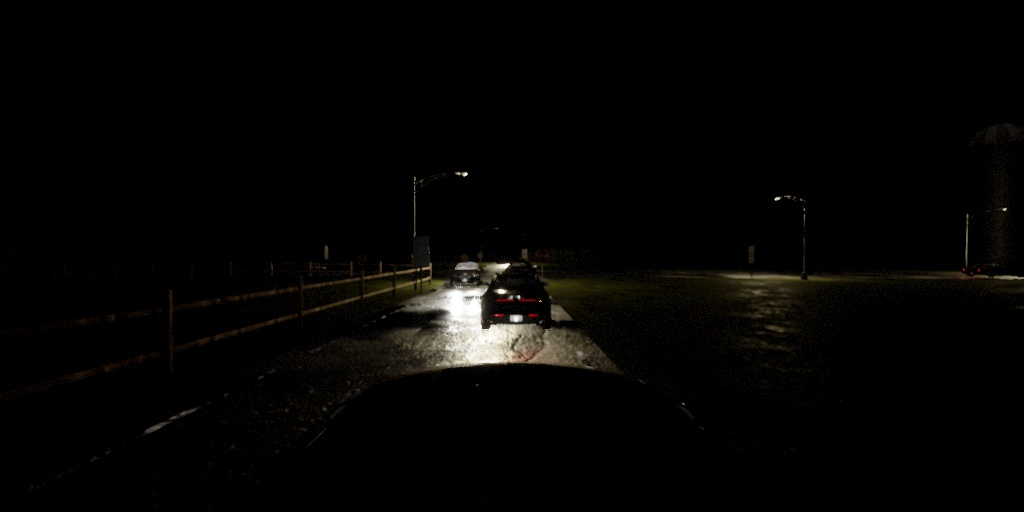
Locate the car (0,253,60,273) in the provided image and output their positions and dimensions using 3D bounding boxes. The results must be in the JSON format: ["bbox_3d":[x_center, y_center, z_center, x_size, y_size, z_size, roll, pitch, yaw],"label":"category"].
[{"bbox_3d":[-49.754,0.732,36.817,5.566,2.045,2.150,0,1,1],"label":"car"}]

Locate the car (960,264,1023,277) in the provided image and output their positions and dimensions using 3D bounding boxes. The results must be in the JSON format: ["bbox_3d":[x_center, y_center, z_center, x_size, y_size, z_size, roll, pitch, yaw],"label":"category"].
[{"bbox_3d":[49.120,1.487,36.504,4.718,1.301,1.895,0,1,2],"label":"car"}]

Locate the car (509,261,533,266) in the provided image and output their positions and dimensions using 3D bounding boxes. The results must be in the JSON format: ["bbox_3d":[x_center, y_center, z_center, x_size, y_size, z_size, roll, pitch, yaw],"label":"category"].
[{"bbox_3d":[0.765,1.137,27.252,1.882,1.535,5.008,0,0,11],"label":"car"}]

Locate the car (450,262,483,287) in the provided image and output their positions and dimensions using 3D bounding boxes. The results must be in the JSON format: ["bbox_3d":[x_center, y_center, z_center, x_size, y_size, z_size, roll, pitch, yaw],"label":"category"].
[{"bbox_3d":[-2.903,1.163,23.484,2.128,1.511,4.902,0,0,-3],"label":"car"}]

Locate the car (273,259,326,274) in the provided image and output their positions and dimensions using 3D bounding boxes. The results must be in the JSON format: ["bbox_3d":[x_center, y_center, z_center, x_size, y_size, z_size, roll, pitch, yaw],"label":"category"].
[{"bbox_3d":[-21.627,1.069,36.673,4.902,1.511,2.128,0,1,0],"label":"car"}]

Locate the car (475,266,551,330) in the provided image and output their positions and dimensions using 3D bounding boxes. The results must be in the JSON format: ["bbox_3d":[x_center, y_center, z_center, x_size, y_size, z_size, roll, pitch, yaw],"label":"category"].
[{"bbox_3d":[0.106,1.221,10.962,1.837,1.490,4.892,0,0,0],"label":"car"}]
